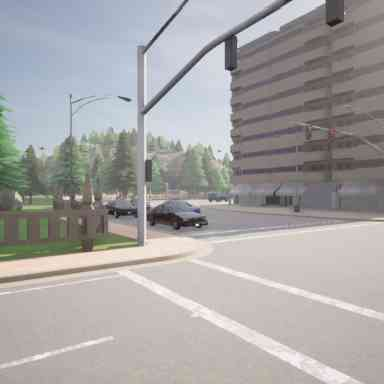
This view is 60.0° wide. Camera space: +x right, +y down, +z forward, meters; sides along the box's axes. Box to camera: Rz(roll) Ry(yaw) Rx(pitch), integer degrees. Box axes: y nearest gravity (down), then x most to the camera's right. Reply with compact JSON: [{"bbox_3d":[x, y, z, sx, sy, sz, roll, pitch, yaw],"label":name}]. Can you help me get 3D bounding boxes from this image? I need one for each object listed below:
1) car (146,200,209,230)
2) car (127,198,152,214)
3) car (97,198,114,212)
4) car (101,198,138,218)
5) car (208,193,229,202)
[{"bbox_3d":[-1.197,1.492,21.118,2.033,1.411,5.357,0,0,-34],"label":"car"},{"bbox_3d":[-5.827,1.449,36.492,1.837,1.490,4.892,0,0,-20],"label":"car"},{"bbox_3d":[-10.085,1.470,38.588,1.812,1.442,4.674,0,0,-15],"label":"car"},{"bbox_3d":[-6.291,1.422,29.448,1.882,1.535,5.008,0,0,-28],"label":"car"},{"bbox_3d":[5.673,1.170,71.184,2.150,2.045,5.566,0,0,40],"label":"car"}]
